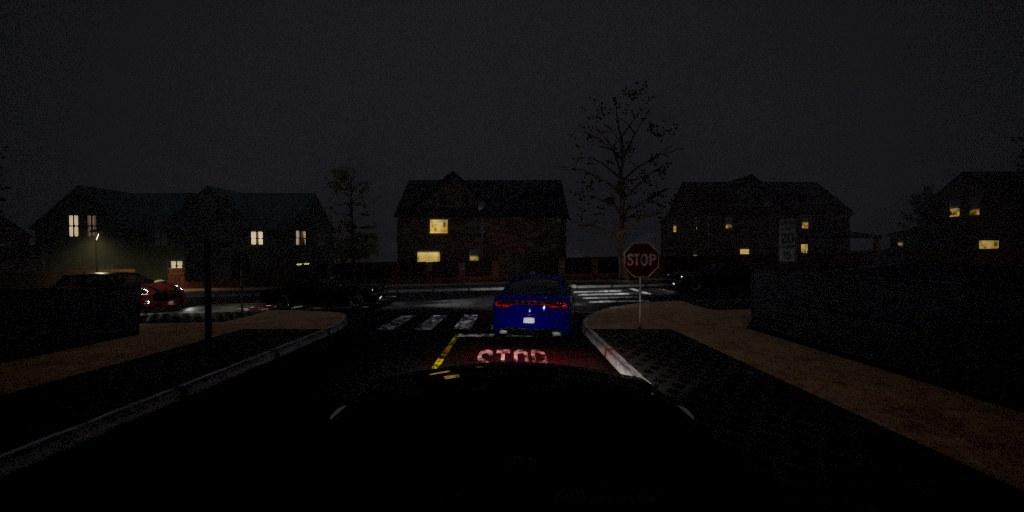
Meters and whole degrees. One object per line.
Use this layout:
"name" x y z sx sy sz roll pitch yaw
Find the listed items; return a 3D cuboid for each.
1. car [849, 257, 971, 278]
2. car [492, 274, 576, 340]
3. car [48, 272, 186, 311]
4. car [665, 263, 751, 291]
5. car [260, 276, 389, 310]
"car" 20.046 0.753 18.285 5.357 1.411 2.033 -1 1 0
"car" 0.781 1.226 10.103 1.882 1.535 5.008 0 0 10
"car" -16.807 1.472 15.293 4.553 1.767 2.097 -1 1 0
"car" 10.401 1.034 18.244 4.718 1.301 1.895 -1 1 -1
"car" -7.819 1.506 15.306 4.718 1.301 1.895 -1 1 0
